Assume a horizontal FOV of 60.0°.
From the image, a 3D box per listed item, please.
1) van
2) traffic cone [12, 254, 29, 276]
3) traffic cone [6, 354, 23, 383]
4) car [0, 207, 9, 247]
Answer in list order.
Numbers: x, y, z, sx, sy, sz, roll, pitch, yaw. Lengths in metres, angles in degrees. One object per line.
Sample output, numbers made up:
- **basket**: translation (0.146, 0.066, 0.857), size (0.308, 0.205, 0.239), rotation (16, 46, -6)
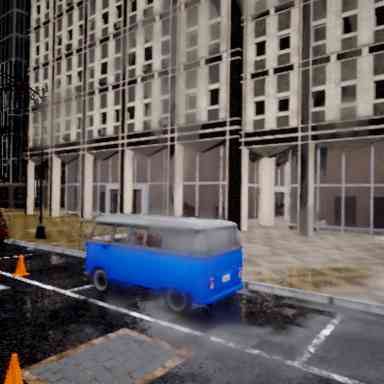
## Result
- **van**: translation (-0.809, 1.455, 7.650), size (3.998, 1.788, 1.690), rotation (0, -1, 37)
- **traffic cone**: translation (-4.865, 2.061, 9.484), size (0.340, 0.580, 0.340), rotation (0, -1, 37)
- **traffic cone**: translation (-1.865, 1.997, 3.485), size (0.340, 0.580, 0.340), rotation (0, -1, 37)
- **car**: translation (-9.903, 1.450, 14.470), size (5.009, 1.841, 2.192), rotation (0, -1, 37)
